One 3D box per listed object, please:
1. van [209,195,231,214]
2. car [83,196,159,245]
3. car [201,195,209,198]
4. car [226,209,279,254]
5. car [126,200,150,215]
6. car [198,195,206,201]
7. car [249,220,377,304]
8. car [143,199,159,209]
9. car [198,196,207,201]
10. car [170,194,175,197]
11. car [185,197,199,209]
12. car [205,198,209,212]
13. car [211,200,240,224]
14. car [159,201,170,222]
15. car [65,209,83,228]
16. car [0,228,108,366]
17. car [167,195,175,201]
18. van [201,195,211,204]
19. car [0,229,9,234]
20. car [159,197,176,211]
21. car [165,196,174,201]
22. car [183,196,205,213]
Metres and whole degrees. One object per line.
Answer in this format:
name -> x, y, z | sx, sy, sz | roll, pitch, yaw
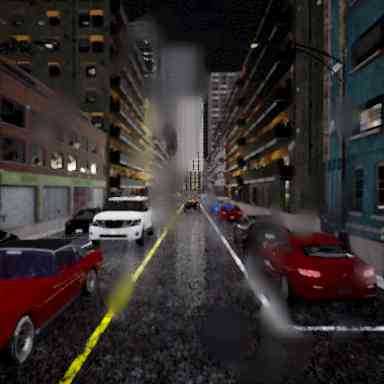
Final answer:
van -> 2.690, 1.359, 29.989 | 1.690, 1.788, 3.998 | 0, 0, 0
car -> -3.083, 1.228, 15.847 | 2.150, 2.045, 5.566 | 0, 0, 0
car -> 2.697, 1.562, 52.253 | 1.752, 1.417, 4.829 | -1, 0, 0
car -> 2.687, 1.572, 13.419 | 1.947, 1.339, 4.313 | 0, 0, 0
car -> -5.688, 1.567, 35.527 | 1.887, 1.381, 4.507 | 0, 0, 0
car -> 2.707, 1.633, 90.746 | 2.008, 1.369, 4.403 | -1, 0, 0
car -> 2.686, 1.585, 7.896 | 1.802, 1.307, 4.206 | 0, 0, 0
car -> -5.685, 1.614, 46.574 | 1.802, 1.307, 4.206 | 0, 0, 0
car -> 2.705, 1.626, 85.223 | 2.008, 1.369, 4.403 | -1, 0, 0
car -> -5.677, 1.634, 79.715 | 1.947, 1.339, 4.313 | 0, 0, 0
car -> 0.022, 1.511, 48.449 | 1.882, 1.535, 5.008 | 0, 0, 0
car -> 2.693, 1.588, 35.513 | 1.947, 1.339, 4.313 | 0, 0, 0
car -> 2.690, 1.558, 24.466 | 1.887, 1.381, 4.507 | 0, 0, 0
car -> -3.067, 1.616, 26.215 | 1.895, 1.301, 4.718 | 0, 0, 0
car -> -5.692, 1.576, 18.957 | 1.947, 1.339, 4.313 | 0, 0, 0
car -> -3.091, 1.604, 5.908 | 1.895, 1.301, 4.718 | 0, 0, 0
car -> -5.674, 1.627, 90.762 | 1.887, 1.381, 4.507 | -1, 0, 0
van -> 2.698, 1.390, 63.131 | 1.690, 1.788, 3.998 | -1, 0, 0
car -> -5.695, 1.570, 7.910 | 1.947, 1.339, 4.313 | 0, 0, 0
car -> -2.997, 1.627, 40.660 | 1.895, 1.301, 4.718 | 0, 0, 0
car -> -5.675, 1.620, 85.238 | 1.887, 1.381, 4.507 | 0, 0, 0
car -> 0.009, 1.515, 36.935 | 2.128, 1.511, 4.902 | 0, 0, 0
